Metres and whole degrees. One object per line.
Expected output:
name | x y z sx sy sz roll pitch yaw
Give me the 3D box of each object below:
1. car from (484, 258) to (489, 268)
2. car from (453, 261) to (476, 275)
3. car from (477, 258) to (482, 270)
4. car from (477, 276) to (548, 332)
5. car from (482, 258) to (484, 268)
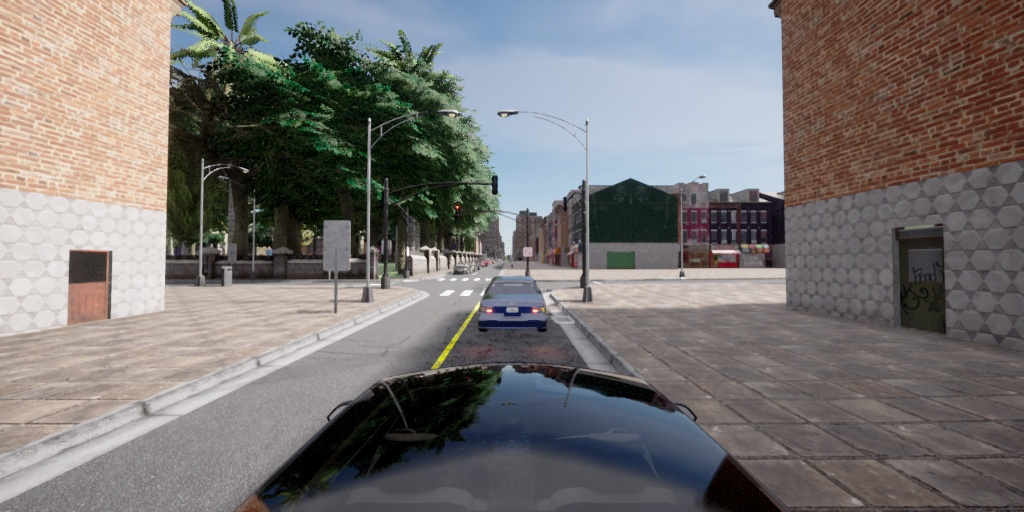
car | -5.640 1.414 63.481 1.802 1.307 4.207 0 0 0
car | -5.497 1.331 39.996 2.007 1.370 4.403 0 0 0
car | -5.522 1.343 47.131 2.007 1.370 4.403 0 0 0
car | 0.028 1.301 10.850 2.033 1.411 5.357 0 0 0
car | -5.561 1.369 52.581 1.948 1.339 4.313 0 0 0
